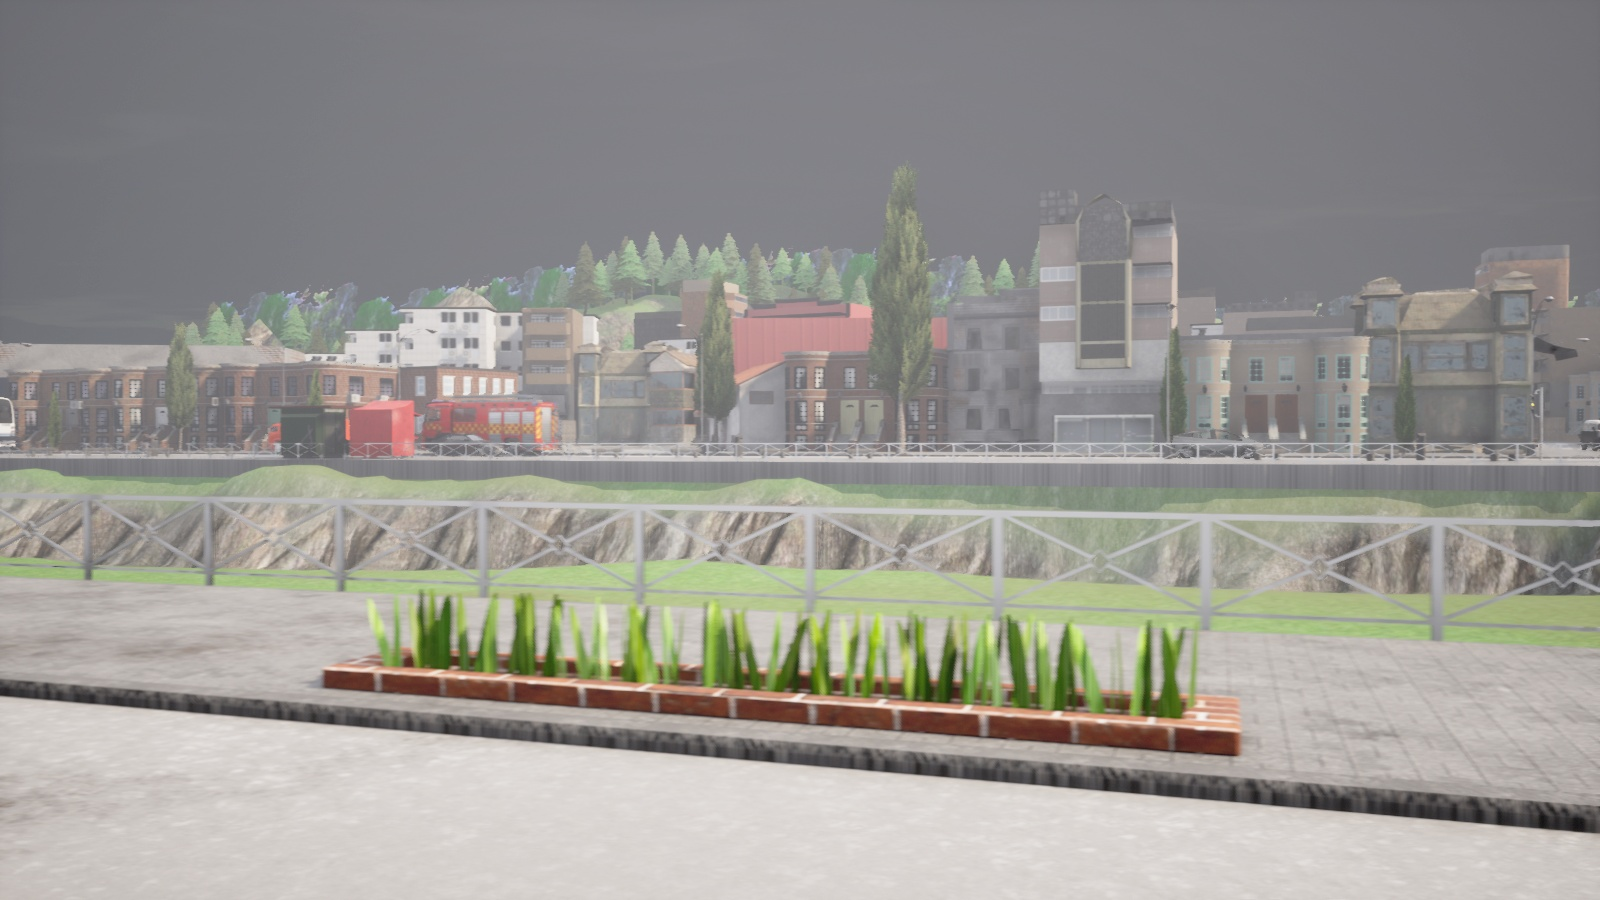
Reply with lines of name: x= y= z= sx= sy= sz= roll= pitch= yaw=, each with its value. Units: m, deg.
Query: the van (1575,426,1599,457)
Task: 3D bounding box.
van: x=52.428 y=-0.566 z=82.020 sx=2.069 sy=2.038 sz=4.480 roll=1 pitch=1 yaw=19

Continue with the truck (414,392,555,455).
truck: x=-20.047 y=-1.691 z=79.768 sx=8.468 sy=3.827 sz=2.891 roll=1 pitch=1 yaw=19

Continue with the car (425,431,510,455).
car: x=-20.000 y=-0.433 z=75.551 sx=4.674 sy=1.442 sz=1.812 roll=1 pitch=1 yaw=19

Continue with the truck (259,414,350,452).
truck: x=-33.186 y=-1.132 z=84.194 sx=5.204 sy=2.467 sz=2.627 roll=1 pitch=1 yaw=19

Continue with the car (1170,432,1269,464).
car: x=20.646 y=-0.140 z=61.888 sx=4.514 sy=1.525 sz=2.007 roll=1 pitch=1 yaw=19
